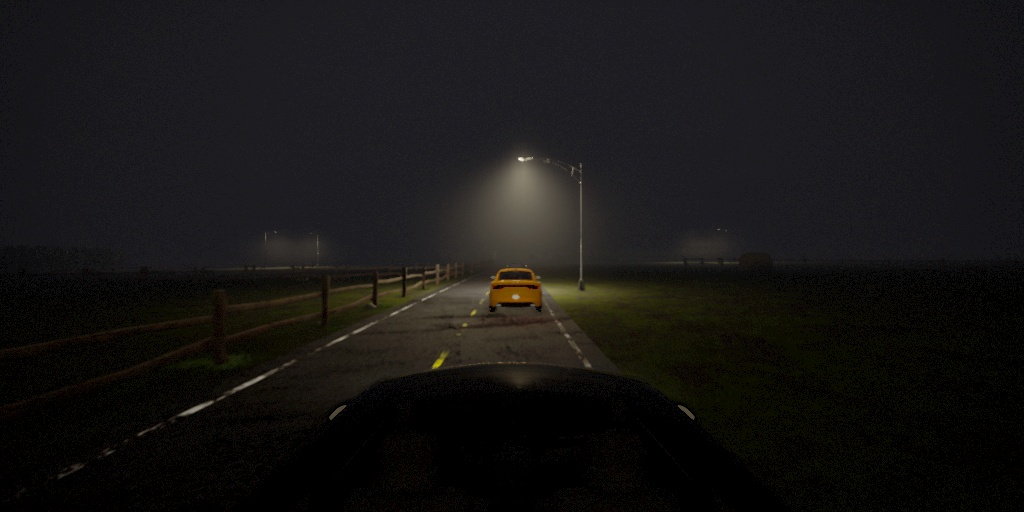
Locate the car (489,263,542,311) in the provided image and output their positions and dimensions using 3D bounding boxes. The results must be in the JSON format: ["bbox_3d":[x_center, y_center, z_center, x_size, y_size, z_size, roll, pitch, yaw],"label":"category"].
[{"bbox_3d":[0.146,1.231,14.546,1.882,1.535,5.008,0,0,0],"label":"car"}]
